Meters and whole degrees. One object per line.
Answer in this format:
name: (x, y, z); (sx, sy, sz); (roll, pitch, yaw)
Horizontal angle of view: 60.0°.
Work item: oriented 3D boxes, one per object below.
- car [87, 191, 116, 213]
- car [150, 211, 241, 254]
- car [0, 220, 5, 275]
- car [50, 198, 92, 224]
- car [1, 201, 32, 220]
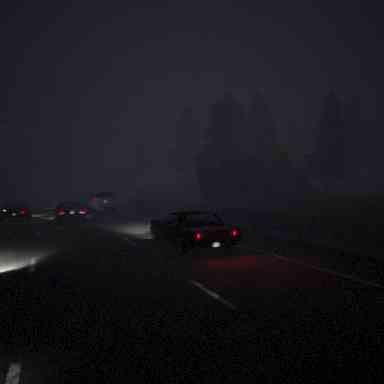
car: (-9.033, 0.932, 32.903); (2.150, 2.045, 5.566); (-1, 1, -24)
car: (-0.131, 1.378, 12.679); (1.895, 1.301, 4.718); (-1, 1, -24)
car: (-5.010, 1.517, 6.388); (1.994, 1.385, 4.181); (-1, 1, -24)
car: (-8.520, 1.339, 23.074); (2.033, 1.411, 5.357); (-1, 1, -24)
car: (-13.494, 1.384, 25.678); (1.812, 1.442, 4.674); (-1, 1, -24)
